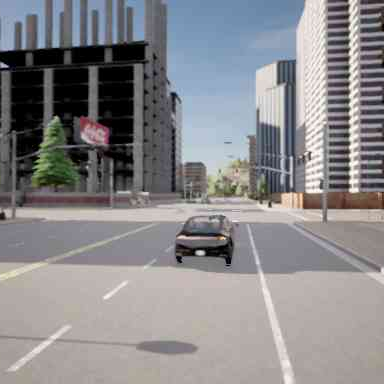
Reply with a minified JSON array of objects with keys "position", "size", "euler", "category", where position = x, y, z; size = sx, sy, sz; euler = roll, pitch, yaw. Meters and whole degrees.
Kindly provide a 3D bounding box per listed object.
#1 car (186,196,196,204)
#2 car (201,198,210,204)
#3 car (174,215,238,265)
[{"position":[-0.190,2.228,81.100],"size":[1.812,1.442,4.674],"euler":[0,0,8],"category":"car"},{"position":[3.275,2.230,80.606],"size":[2.128,1.511,4.902],"euler":[0,0,8],"category":"car"},{"position":[0.606,1.602,12.195],"size":[2.128,1.511,4.902],"euler":[0,0,9],"category":"car"}]
